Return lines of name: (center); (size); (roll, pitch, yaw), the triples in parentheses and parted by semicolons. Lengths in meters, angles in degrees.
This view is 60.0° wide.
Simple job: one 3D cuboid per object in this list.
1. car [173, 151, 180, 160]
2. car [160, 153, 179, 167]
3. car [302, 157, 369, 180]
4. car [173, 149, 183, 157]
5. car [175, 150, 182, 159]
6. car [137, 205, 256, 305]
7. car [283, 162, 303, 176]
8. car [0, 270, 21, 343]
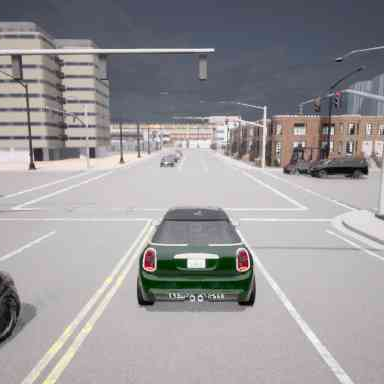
car: (-3.511, -5.937, 58.220); (1.882, 1.535, 5.008); (0, 9, 0)
car: (-3.555, -4.527, 48.884); (2.128, 1.511, 4.902); (0, 9, 1)
car: (14.138, -2.324, 32.298); (5.566, 2.045, 2.150); (0, 9, 0)
car: (-3.405, -9.324, 80.037); (2.097, 1.767, 4.553); (0, 9, 0)
car: (-3.419, -7.424, 68.491); (1.812, 1.442, 4.674); (0, 8, 0)
car: (0.084, 1.073, 7.685); (2.097, 1.767, 4.553); (0, 4, 0)
car: (12.011, -2.505, 35.819); (4.181, 1.385, 1.994); (0, 9, 0)
car: (-3.596, 1.509, 3.342); (1.994, 1.385, 4.181); (0, 2, 0)
